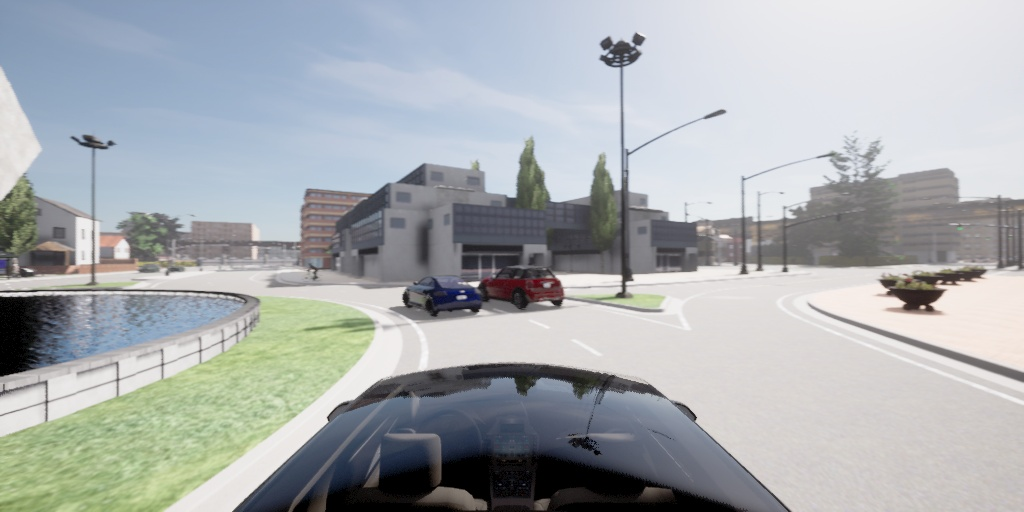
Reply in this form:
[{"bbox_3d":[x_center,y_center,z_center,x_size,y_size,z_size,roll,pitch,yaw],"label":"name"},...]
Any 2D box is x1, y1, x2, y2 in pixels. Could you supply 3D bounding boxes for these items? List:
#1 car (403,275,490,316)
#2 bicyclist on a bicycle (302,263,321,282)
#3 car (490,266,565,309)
[{"bbox_3d":[-2.865,1.447,14.260,1.994,1.385,4.181,0,-1,-33],"label":"car"},{"bbox_3d":[-17.653,1.457,31.641,0.582,1.620,1.656,-1,0,35],"label":"bicyclist on a bicycle"},{"bbox_3d":[0.236,1.222,15.924,2.097,1.767,4.553,0,-1,-33],"label":"car"}]
